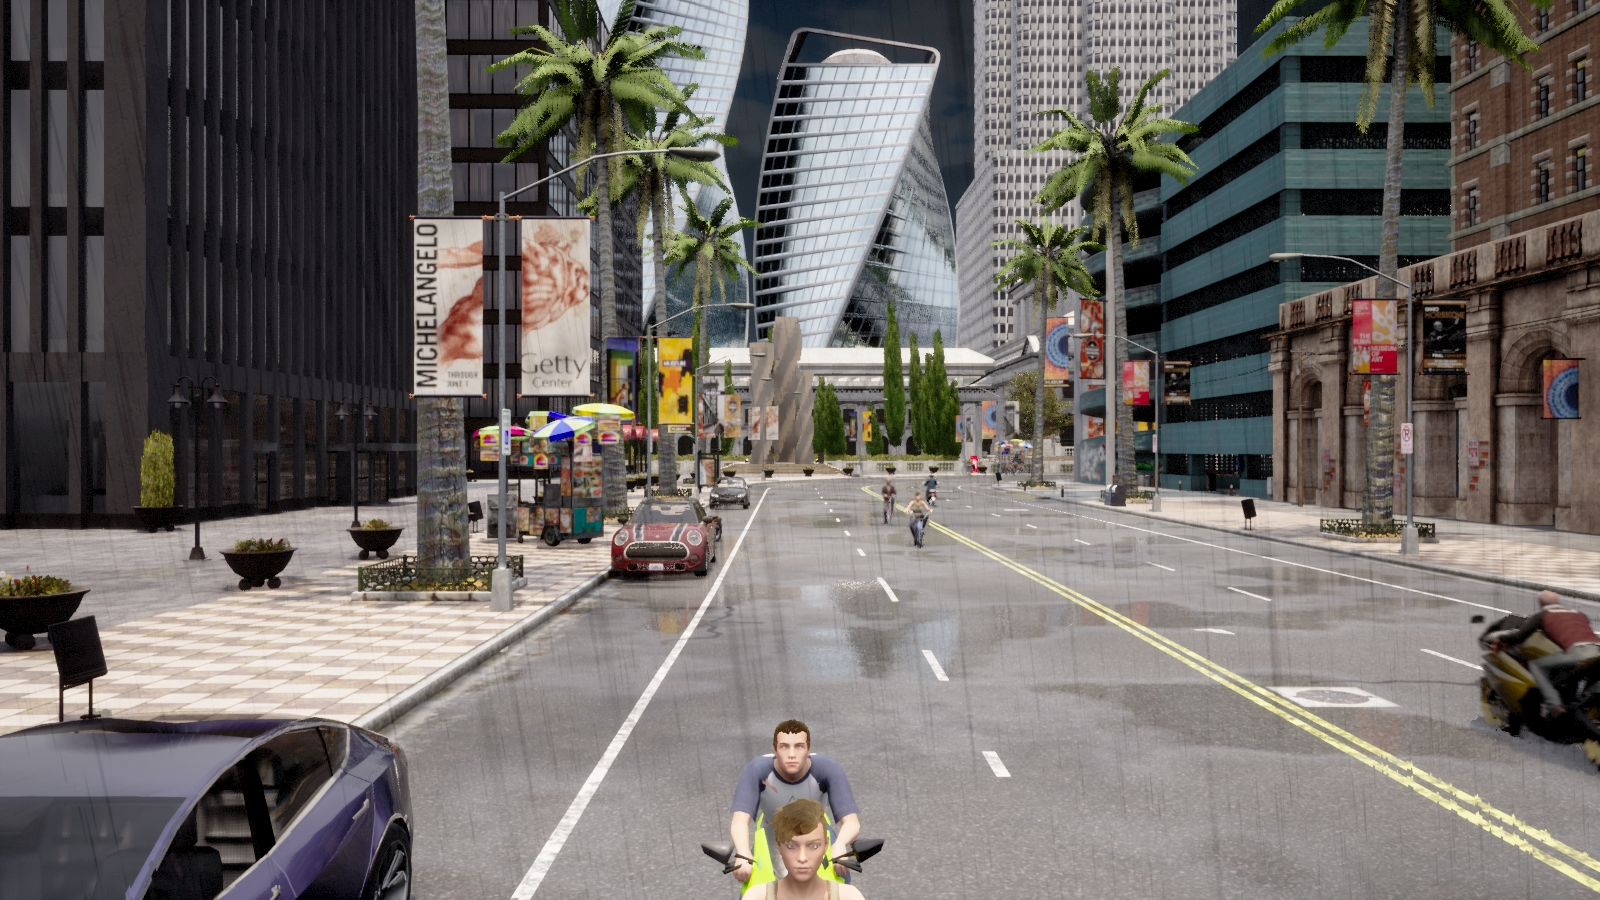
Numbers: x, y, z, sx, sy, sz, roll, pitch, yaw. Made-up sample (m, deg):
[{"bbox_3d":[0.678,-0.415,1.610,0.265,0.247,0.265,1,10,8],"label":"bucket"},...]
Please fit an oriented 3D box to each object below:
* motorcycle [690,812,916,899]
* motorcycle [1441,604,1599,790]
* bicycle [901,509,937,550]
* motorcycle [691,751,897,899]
[{"bbox_3d":[0.011,2.176,3.553,0.764,1.277,2.356,0,2,0],"label":"motorcycle"},{"bbox_3d":[7.009,2.210,10.626,0.867,1.251,2.209,0,0,0],"label":"motorcycle"},{"bbox_3d":[3.410,2.270,32.959,0.859,1.080,1.487,0,0,-1],"label":"bicycle"},{"bbox_3d":[-0.021,2.223,5.436,0.803,1.145,2.033,-1,-3,0],"label":"motorcycle"}]
